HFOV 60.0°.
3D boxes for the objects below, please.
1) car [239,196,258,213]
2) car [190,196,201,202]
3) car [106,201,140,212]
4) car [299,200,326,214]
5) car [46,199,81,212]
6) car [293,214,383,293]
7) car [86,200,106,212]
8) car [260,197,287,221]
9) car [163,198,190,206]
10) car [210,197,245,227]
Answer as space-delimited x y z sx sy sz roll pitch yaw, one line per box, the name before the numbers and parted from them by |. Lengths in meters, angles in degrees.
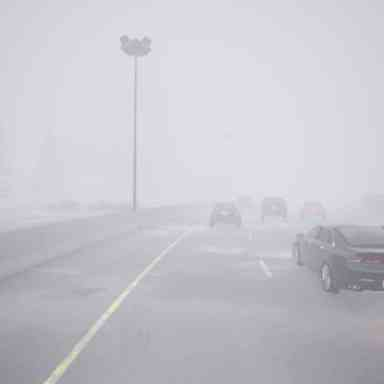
car | 6.914 1.474 41.464 2.150 2.045 5.566 0 -1 18
car | 0.487 1.735 79.069 1.812 1.442 4.674 0 0 29
car | -8.119 1.749 40.714 1.895 1.301 4.718 0 0 16
car | 11.513 1.592 32.091 2.097 1.767 4.553 0 0 14
car | -15.465 1.574 40.289 1.882 1.535 5.008 0 0 15
car | 4.085 1.578 8.947 1.837 1.490 4.892 0 0 4
car | -11.367 1.734 42.075 1.895 1.301 4.718 0 0 16
car | 7.233 1.419 29.511 2.150 2.045 5.566 0 0 13
car | -2.438 1.697 47.151 1.882 1.535 5.008 0 0 19
car | 2.556 1.490 24.043 2.097 1.767 4.553 0 0 10
